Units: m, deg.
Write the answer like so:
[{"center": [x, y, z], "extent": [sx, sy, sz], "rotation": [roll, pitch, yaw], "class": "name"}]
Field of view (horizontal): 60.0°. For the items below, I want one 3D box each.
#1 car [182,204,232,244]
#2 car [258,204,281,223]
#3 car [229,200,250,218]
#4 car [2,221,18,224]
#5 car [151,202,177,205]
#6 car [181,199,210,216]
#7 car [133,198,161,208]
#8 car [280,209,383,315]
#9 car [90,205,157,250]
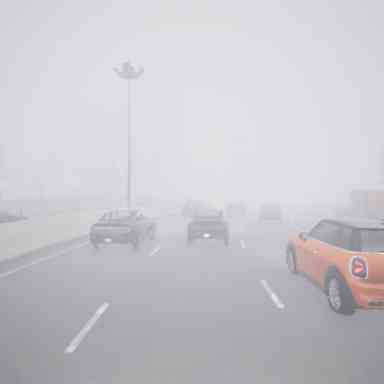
[{"center": [0.883, 1.562, 16.267], "extent": [1.837, 1.490, 4.892], "rotation": [0, 0, 6], "class": "car"}, {"center": [6.334, 1.641, 26.865], "extent": [2.033, 1.411, 5.357], "rotation": [0, 0, 14], "class": "car"}, {"center": [4.711, 1.595, 33.672], "extent": [1.882, 1.535, 5.008], "rotation": [0, 0, 17], "class": "car"}, {"center": [-10.039, 1.604, 15.949], "extent": [2.033, 1.411, 5.357], "rotation": [0, 0, 5], "class": "car"}, {"center": [-3.834, 1.738, 50.658], "extent": [1.812, 1.442, 4.674], "rotation": [0, 0, 25], "class": "car"}, {"center": [0.544, 1.464, 31.916], "extent": [2.097, 1.767, 4.553], "rotation": [0, 0, 16], "class": "car"}, {"center": [-7.006, 1.675, 52.137], "extent": [1.882, 1.535, 5.008], "rotation": [0, 0, 25], "class": "car"}, {"center": [3.725, 1.379, 7.761], "extent": [2.097, 1.767, 4.553], "rotation": [0, 0, 2], "class": "car"}, {"center": [-2.817, 1.543, 14.537], "extent": [2.128, 1.511, 4.902], "rotation": [0, 0, 5], "class": "car"}]
